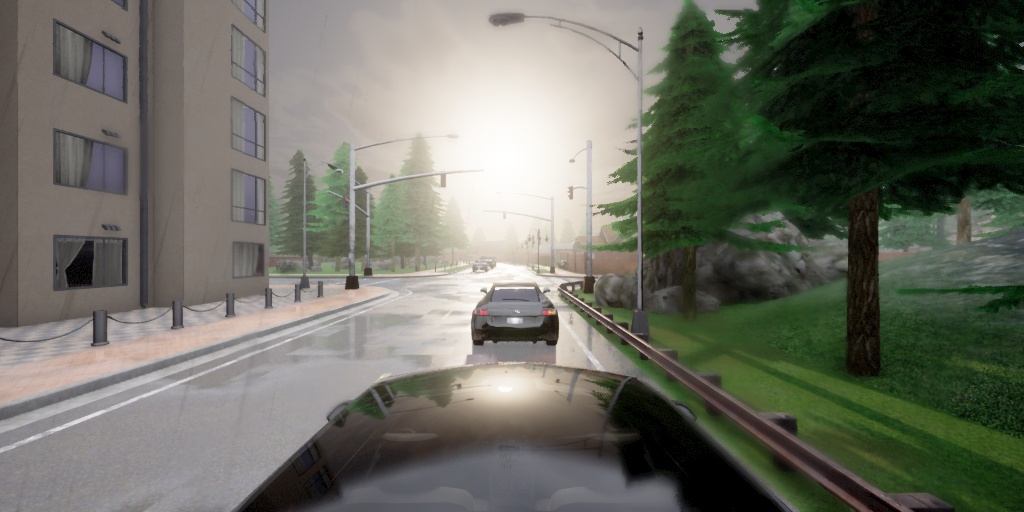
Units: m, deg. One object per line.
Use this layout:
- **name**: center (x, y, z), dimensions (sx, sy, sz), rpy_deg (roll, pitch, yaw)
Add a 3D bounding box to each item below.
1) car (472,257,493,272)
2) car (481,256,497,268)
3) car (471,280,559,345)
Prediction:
- **car**: center (-3.934, 1.212, 45.556), dimensions (2.128, 1.511, 4.902), rpy_deg (0, 0, 0)
- **car**: center (-3.976, 0.942, 56.163), dimensions (2.150, 2.045, 5.566), rpy_deg (0, 0, 0)
- **car**: center (0.083, 1.314, 9.468), dimensions (1.994, 1.385, 4.181), rpy_deg (0, 0, 1)
